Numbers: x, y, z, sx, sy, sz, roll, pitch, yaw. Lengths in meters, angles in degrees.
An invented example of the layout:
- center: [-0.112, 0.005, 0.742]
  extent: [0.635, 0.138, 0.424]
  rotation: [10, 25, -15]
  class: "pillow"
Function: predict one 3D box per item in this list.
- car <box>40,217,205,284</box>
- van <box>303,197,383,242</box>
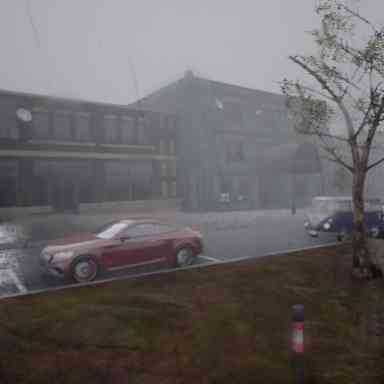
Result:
- center: [-1.752, 1.462, 9.440]
  extent: [4.674, 1.452, 2.002]
  rotation: [0, 0, -35]
  class: "car"
- center: [7.170, 1.201, 15.824]
  extent: [4.442, 1.987, 1.878]
  rotation: [0, 0, -33]
  class: "van"
